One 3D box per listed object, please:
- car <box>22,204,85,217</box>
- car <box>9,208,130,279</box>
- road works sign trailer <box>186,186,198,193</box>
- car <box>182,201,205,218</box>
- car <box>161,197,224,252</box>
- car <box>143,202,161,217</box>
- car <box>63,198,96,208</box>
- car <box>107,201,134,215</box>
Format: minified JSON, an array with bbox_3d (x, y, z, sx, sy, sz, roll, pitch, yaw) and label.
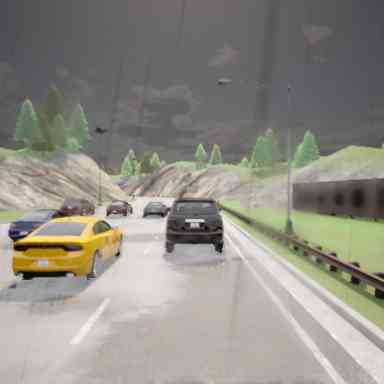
[{"bbox_3d":[-6.914,1.535,15.969,1.812,1.442,4.674,0,0,0],"label":"car"},{"bbox_3d":[-3.402,1.484,10.084,1.882,1.535,5.008,0,0,0],"label":"car"},{"bbox_3d":[-0.066,0.505,67.029,2.380,3.560,2.880,0,0,0],"label":"road works sign trailer"},{"bbox_3d":[0.144,1.583,31.340,1.994,1.385,4.181,0,0,0],"label":"car"},{"bbox_3d":[0.099,1.230,14.139,2.150,2.045,5.566,0,0,0],"label":"car"},{"bbox_3d":[-3.356,1.583,31.280,1.994,1.385,4.181,0,0,0],"label":"car"},{"bbox_3d":[-10.361,1.370,30.452,2.097,1.767,4.553,0,0,0],"label":"car"},{"bbox_3d":[-6.867,1.545,31.750,1.812,1.442,4.674,0,0,0],"label":"car"}]
